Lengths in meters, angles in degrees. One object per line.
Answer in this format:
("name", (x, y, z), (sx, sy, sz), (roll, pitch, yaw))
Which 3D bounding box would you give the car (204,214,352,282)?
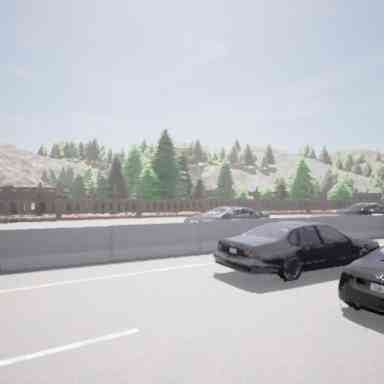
("car", (3.225, 1.563, 9.734), (5.357, 1.411, 2.033), (0, 0, -30))

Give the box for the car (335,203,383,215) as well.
("car", (13.516, 1.628, 26.190), (4.892, 1.490, 1.837), (1, 0, -20))

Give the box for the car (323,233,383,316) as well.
("car", (4.863, 1.594, 6.566), (4.181, 1.385, 1.994), (0, 0, -31))

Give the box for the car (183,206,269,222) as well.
("car", (1.813, 1.494, 17.082), (4.902, 1.511, 2.128), (1, 0, -28))
